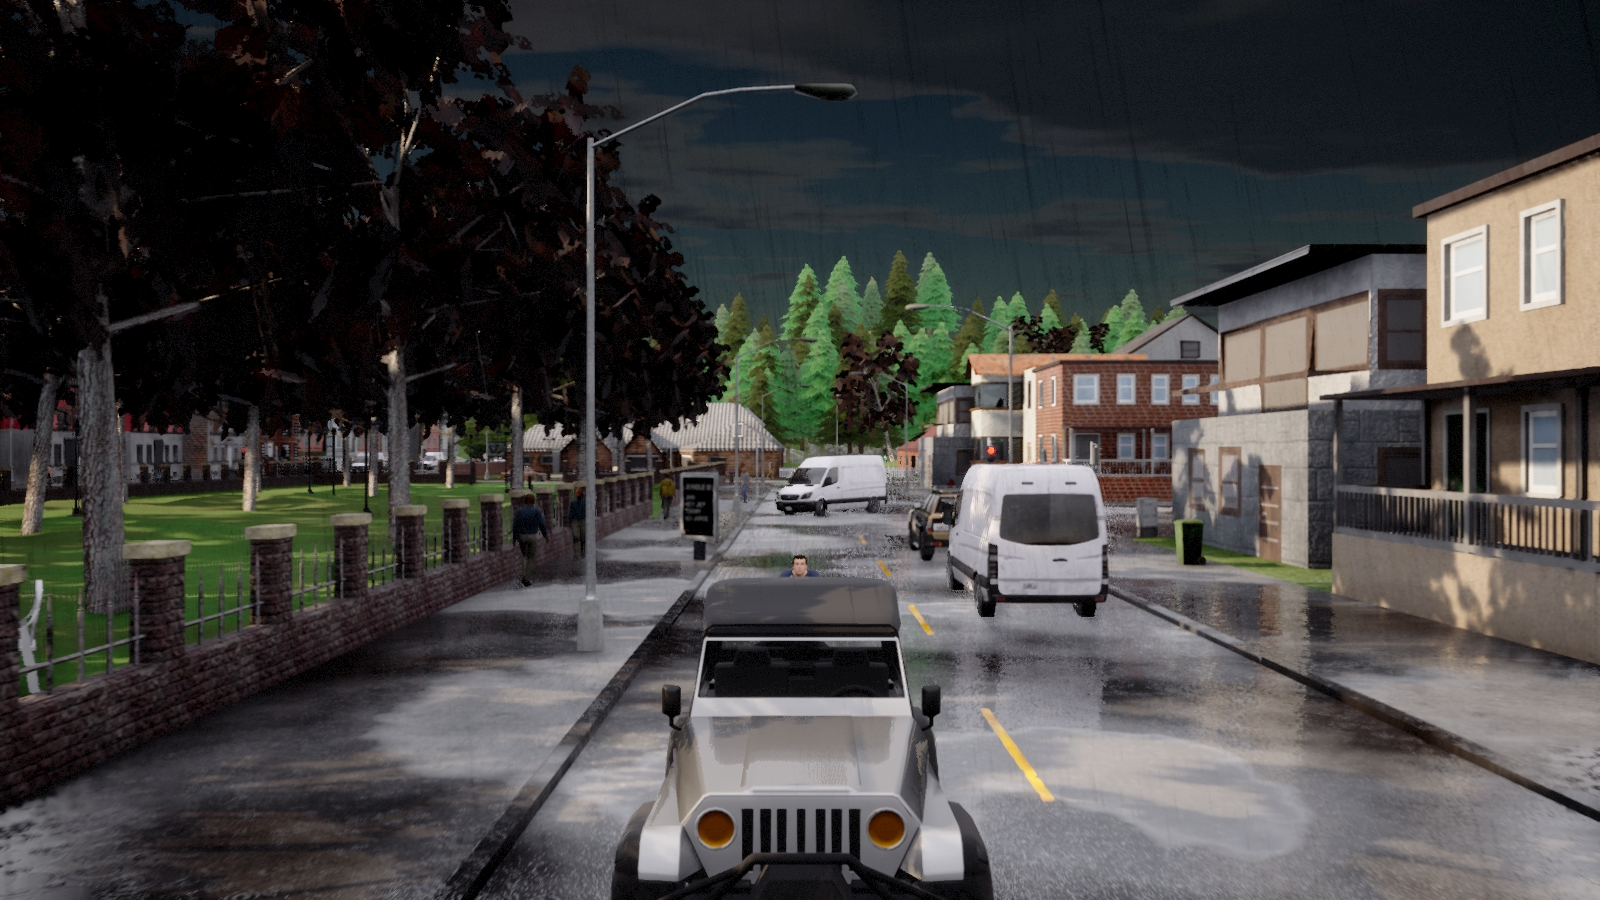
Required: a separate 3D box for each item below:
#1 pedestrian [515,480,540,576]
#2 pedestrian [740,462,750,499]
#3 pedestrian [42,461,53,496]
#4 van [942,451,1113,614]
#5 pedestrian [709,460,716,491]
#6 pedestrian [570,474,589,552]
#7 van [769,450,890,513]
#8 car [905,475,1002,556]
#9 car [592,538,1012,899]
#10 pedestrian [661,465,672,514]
[{"bbox_3d":[-5.348,1.525,22.417,0.375,1.860,0.375,0,0,3],"label":"pedestrian"},{"bbox_3d":[-2.754,1.525,57.108,0.375,1.860,0.375,0,0,22],"label":"pedestrian"},{"bbox_3d":[-40.494,1.525,61.470,0.375,1.860,0.375,0,0,0],"label":"pedestrian"},{"bbox_3d":[3.974,1.315,21.067,1.988,2.561,5.915,0,0,0],"label":"van"},{"bbox_3d":[-5.197,1.525,67.873,0.375,1.860,0.375,0,0,-4],"label":"pedestrian"},{"bbox_3d":[-5.335,1.525,27.647,0.375,1.860,0.375,0,0,2],"label":"pedestrian"},{"bbox_3d":[1.361,1.314,49.273,1.988,2.561,5.915,-2,-1,39],"label":"van"},{"bbox_3d":[3.944,1.644,30.126,1.932,1.855,4.605,0,0,0],"label":"car"},{"bbox_3d":[0.012,1.637,7.111,1.905,1.878,3.866,0,0,0],"label":"car"},{"bbox_3d":[-5.149,1.525,44.116,0.375,1.860,0.375,0,0,1],"label":"pedestrian"}]
